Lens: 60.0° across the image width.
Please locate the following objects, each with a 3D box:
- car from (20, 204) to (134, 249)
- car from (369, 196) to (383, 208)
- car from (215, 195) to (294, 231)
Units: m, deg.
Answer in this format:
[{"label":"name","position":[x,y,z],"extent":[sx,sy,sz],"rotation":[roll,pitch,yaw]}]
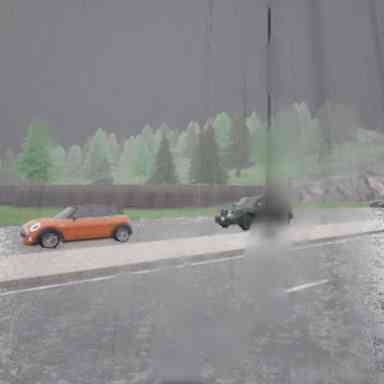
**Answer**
[{"label":"car","position":[-4.960,1.347,14.562],"extent":[4.553,1.767,2.097],"rotation":[0,0,-35]},{"label":"car","position":[25.909,1.325,44.917],"extent":[4.553,1.767,2.097],"rotation":[0,0,-35]},{"label":"car","position":[4.053,1.212,20.933],"extent":[5.566,2.045,2.150],"rotation":[0,0,-35]}]
